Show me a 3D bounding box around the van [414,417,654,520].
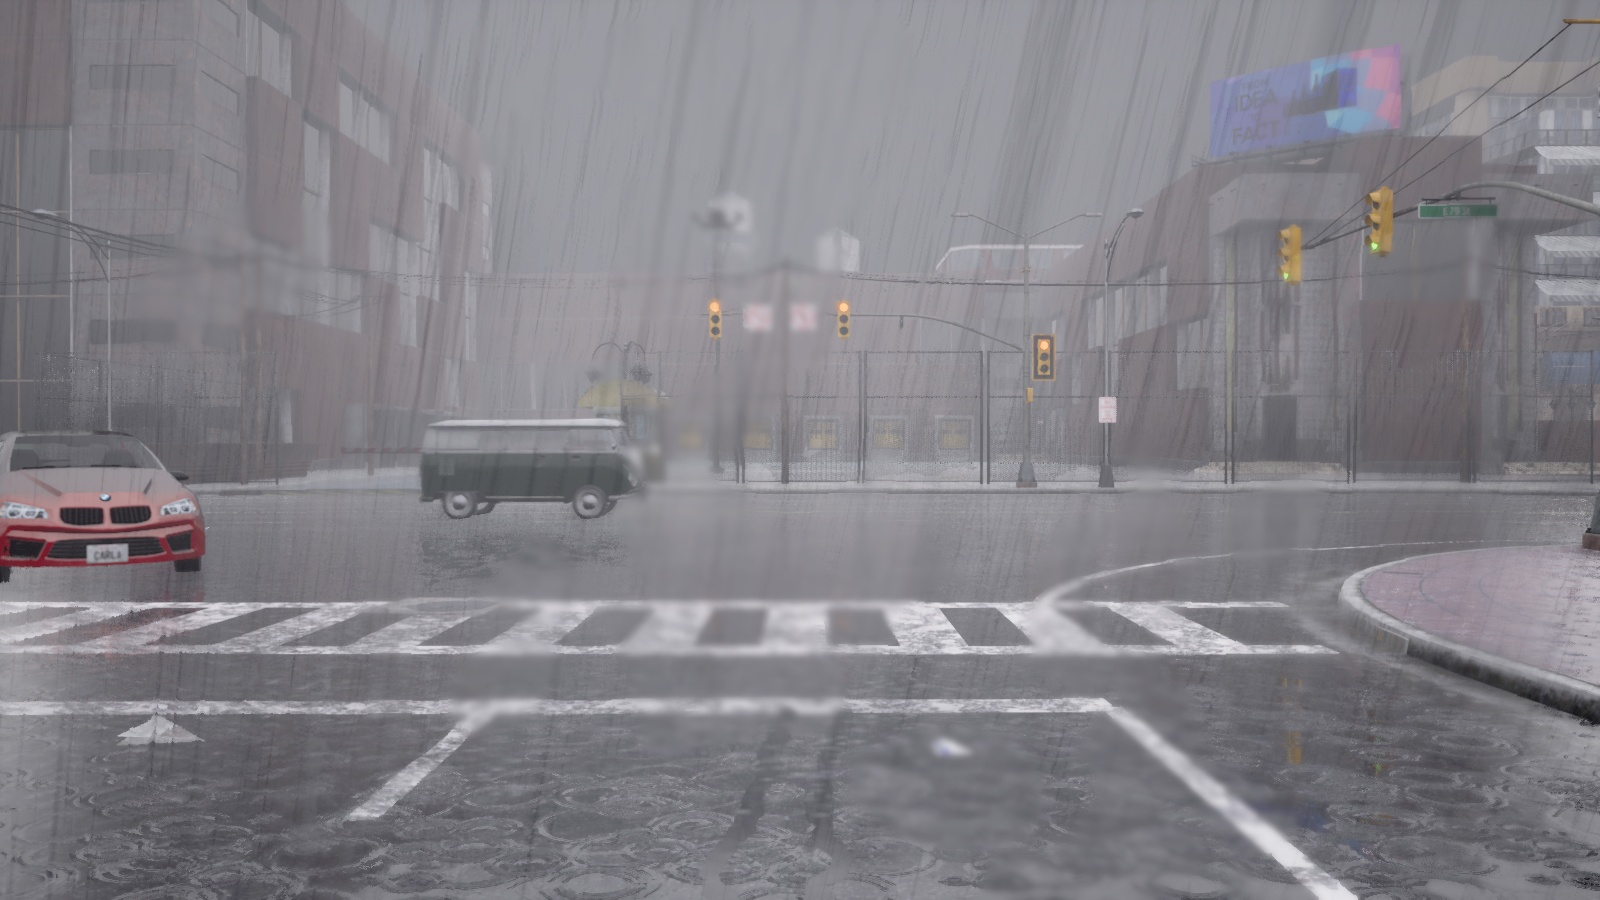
[{"bbox_3d":[-5.272,0.352,25.281,4.442,1.987,1.775,0,0,0],"label":"van"}]

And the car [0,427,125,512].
[{"bbox_3d":[-16.727,0.368,25.371,5.027,1.651,2.152,0,0,0],"label":"car"}]

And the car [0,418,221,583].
[{"bbox_3d":[-8.715,0.498,15.105,2.242,1.667,4.611,0,0,-37],"label":"car"}]
